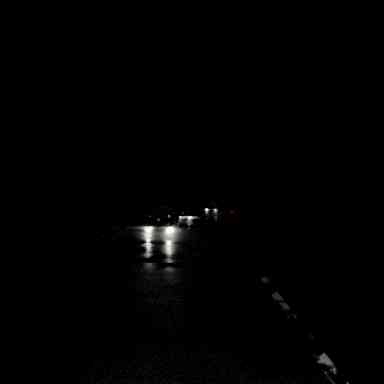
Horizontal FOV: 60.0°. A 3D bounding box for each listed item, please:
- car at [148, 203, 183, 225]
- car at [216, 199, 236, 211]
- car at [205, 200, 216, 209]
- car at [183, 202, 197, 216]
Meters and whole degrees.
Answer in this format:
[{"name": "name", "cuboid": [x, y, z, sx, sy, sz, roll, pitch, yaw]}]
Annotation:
[{"name": "car", "cuboid": [-2.097, 1.723, 25.805, 1.812, 1.442, 4.674, 0, -1, 6]}, {"name": "car", "cuboid": [5.442, 1.874, 50.722, 2.097, 1.767, 4.553, 0, -1, 13]}, {"name": "car", "cuboid": [3.607, 2.148, 58.447, 1.812, 1.442, 4.674, 0, -1, 14]}, {"name": "car", "cuboid": [-0.562, 1.888, 37.650, 2.033, 1.411, 5.357, 0, -1, 9]}]
